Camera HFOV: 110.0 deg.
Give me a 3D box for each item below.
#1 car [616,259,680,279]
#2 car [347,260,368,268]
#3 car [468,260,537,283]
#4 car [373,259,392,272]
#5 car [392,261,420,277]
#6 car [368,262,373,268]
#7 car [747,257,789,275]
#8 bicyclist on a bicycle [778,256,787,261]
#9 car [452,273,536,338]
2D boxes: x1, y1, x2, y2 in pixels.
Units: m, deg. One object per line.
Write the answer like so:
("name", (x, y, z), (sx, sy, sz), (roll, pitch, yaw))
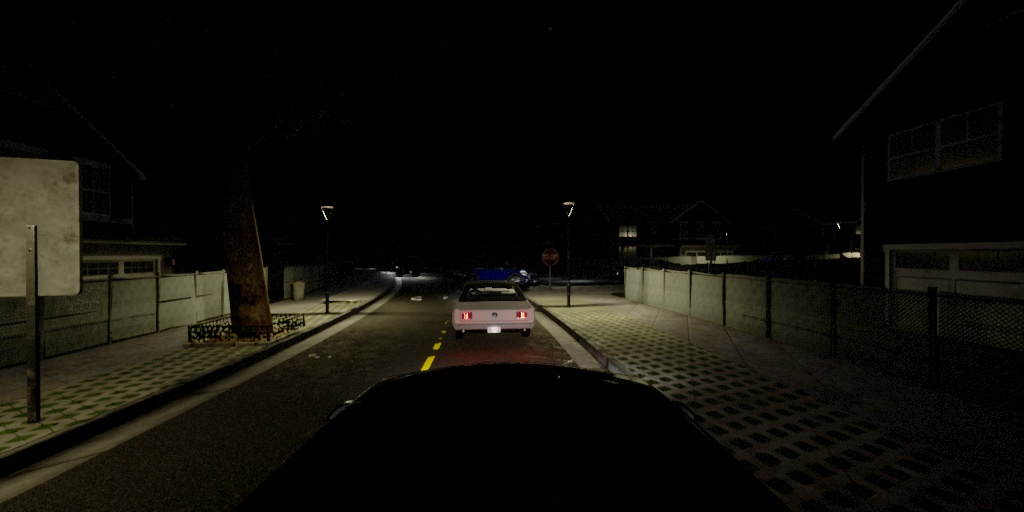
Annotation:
("car", (10.269, 1.015, 27.010), (4.902, 1.511, 2.128), (-1, 1, -9))
("car", (-24.287, 1.270, 57.769), (2.033, 1.411, 5.357), (0, 0, -40))
("car", (-0.651, 1.052, 23.482), (4.553, 1.767, 2.097), (-1, 0, 25))
("car", (-16.203, 1.311, 46.614), (1.895, 1.301, 4.718), (0, 0, -32))
("car", (-10.317, 1.218, 35.308), (1.837, 1.490, 4.892), (0, 1, -24))
("car", (-21.103, 1.254, 58.595), (2.033, 1.411, 5.357), (0, 0, -40))
("car", (20.434, 0.870, 28.641), (5.008, 1.535, 1.882), (-1, 1, -10))
("bicyclist on a bicycle", (16.607, 0.795, 22.012), (0.582, 1.620, 1.656), (-1, 0, -9))
("car", (-0.612, 1.345, 10.154), (1.895, 1.301, 4.718), (0, 0, -6))
